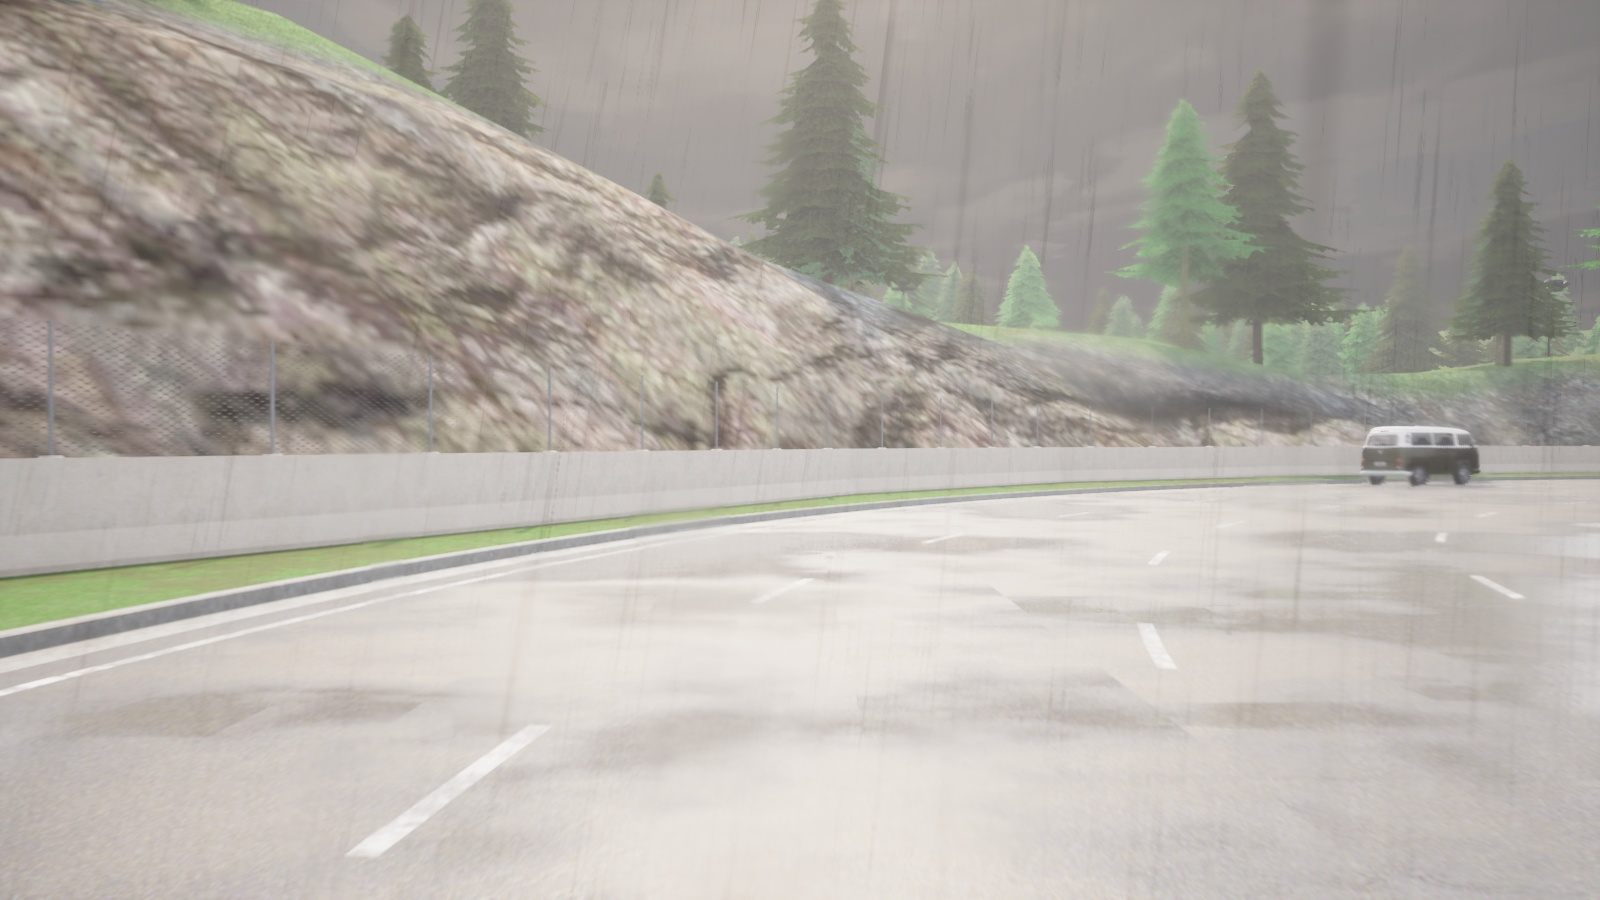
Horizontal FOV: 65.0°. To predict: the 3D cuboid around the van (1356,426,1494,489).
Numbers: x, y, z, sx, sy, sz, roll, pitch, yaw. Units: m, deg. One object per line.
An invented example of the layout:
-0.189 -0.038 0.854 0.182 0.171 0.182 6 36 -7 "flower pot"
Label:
21.463 0.247 43.119 4.480 2.038 2.069 0 0 -30 "van"
